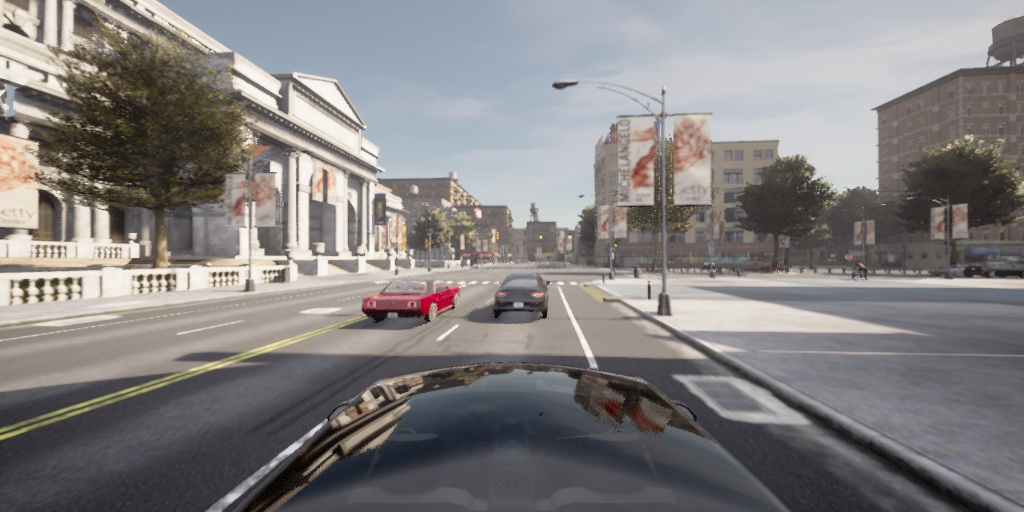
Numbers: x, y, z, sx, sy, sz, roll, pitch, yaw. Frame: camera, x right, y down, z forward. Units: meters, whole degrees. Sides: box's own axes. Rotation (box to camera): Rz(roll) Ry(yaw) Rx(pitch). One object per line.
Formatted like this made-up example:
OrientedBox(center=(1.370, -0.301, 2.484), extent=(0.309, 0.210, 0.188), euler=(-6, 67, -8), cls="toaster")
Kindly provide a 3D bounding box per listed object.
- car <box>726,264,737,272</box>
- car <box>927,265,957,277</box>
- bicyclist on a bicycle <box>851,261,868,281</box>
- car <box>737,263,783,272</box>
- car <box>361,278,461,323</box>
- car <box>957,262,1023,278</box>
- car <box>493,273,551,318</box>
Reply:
OrientedBox(center=(34.087, 1.676, 52.908), extent=(4.181, 1.385, 1.994), euler=(0, 0, 6), cls="car")
OrientedBox(center=(49.581, 1.625, 39.856), extent=(4.718, 1.301, 1.895), euler=(0, 0, 5), cls="car")
OrientedBox(center=(29.375, 1.254, 30.315), extent=(0.582, 1.620, 1.656), euler=(0, -1, 5), cls="bicyclist on a bicycle")
OrientedBox(center=(34.311, 1.688, 49.395), extent=(4.718, 1.301, 1.895), euler=(0, 0, 6), cls="car")
OrientedBox(center=(-3.176, 1.425, 12.436), extent=(1.895, 1.301, 4.718), euler=(0, 0, 6), cls="car")
OrientedBox(center=(49.195, 1.352, 36.379), extent=(4.553, 1.767, 2.097), euler=(0, 0, 5), cls="car")
OrientedBox(center=(0.435, 1.356, 13.340), extent=(1.812, 1.442, 4.674), euler=(0, 0, 6), cls="car")
